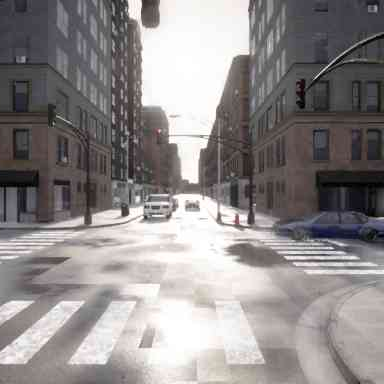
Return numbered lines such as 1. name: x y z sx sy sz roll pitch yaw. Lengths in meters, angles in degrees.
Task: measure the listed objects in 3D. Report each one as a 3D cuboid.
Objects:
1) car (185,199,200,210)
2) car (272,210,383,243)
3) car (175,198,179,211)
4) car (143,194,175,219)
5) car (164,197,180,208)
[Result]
1. car: 0.031 1.589 42.718 1.895 1.301 4.718 0 0 0
2. car: 6.549 1.562 15.612 5.357 1.411 2.033 0 0 5
3. car: -2.914 1.342 39.479 2.097 1.767 4.553 0 0 0
4. car: -2.901 1.216 29.215 2.150 2.045 5.566 0 0 0
5. car: -2.932 1.530 49.761 2.033 1.411 5.357 0 0 0
